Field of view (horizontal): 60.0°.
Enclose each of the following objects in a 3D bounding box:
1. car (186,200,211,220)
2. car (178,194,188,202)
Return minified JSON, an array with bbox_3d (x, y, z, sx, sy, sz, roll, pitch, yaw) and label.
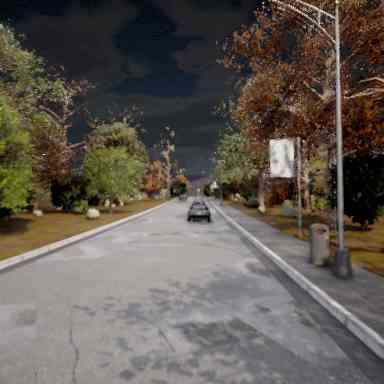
[{"bbox_3d":[0.623,1.701,29.435,1.994,1.385,4.181,0,0,1],"label":"car"},{"bbox_3d":[-1.905,1.331,72.963,1.837,1.490,4.892,0,0,1],"label":"car"}]
